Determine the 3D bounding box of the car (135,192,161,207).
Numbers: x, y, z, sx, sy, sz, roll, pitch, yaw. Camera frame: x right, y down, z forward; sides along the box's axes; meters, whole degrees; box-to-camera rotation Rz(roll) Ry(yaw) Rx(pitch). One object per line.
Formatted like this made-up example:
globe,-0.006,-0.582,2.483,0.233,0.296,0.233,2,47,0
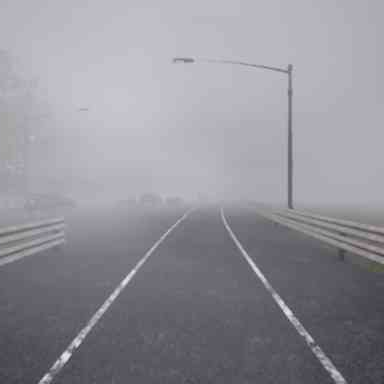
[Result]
car,-6.086,1.073,49.540,2.150,2.045,5.566,0,0,12

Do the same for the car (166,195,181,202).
car,-4.036,1.382,74.131,1.882,1.535,5.008,0,0,14

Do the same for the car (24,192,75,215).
car,-13.295,1.033,31.353,2.150,2.045,5.566,0,0,11

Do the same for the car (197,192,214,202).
car,2.580,1.123,71.713,2.150,2.045,5.566,0,0,14

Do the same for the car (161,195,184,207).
car,-2.532,1.342,49.362,2.128,1.511,4.902,0,0,12

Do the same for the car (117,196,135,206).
car,-9.619,1.377,49.645,1.812,1.442,4.674,0,0,12
